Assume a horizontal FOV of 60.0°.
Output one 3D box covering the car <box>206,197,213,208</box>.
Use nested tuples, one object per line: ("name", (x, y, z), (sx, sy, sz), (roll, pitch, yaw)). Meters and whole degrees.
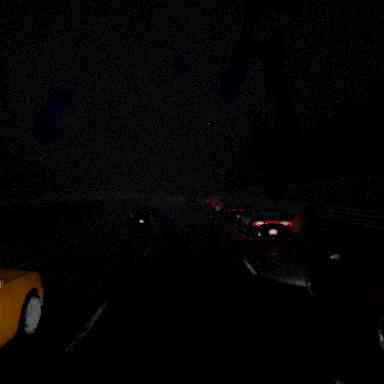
("car", (3.502, 1.654, 49.800), (2.163, 1.488, 4.792), (0, 0, 0))

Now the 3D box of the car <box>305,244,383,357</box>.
("car", (3.500, 1.580, 5.744), (1.994, 1.385, 4.181), (0, 0, 0))

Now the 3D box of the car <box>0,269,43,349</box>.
("car", (-3.399, 1.488, 3.545), (1.882, 1.535, 5.008), (0, 0, 0))

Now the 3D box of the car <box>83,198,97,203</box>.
("car", (-17.512, 1.735, 58.129), (2.033, 1.411, 5.357), (0, 0, 0))

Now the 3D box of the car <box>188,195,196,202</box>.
("car", (0.003, 1.714, 90.723), (2.097, 1.767, 4.553), (0, 0, 0))

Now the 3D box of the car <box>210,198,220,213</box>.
("car", (3.502, 1.712, 38.793), (1.895, 1.301, 4.718), (0, 0, 0))

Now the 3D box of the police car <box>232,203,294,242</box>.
("police car", (3.501, 1.552, 16.751), (2.038, 1.542, 4.974), (0, 0, 0))

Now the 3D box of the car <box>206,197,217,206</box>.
("car", (3.502, 1.656, 60.966), (1.801, 1.575, 5.366), (0, 0, 0))

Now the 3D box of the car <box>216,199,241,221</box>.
("car", (3.430, 1.585, 27.961), (1.837, 1.490, 4.892), (0, 0, -3))

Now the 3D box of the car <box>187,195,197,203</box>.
("car", (0.003, 1.779, 75.726), (1.837, 1.490, 4.892), (0, 0, 0))

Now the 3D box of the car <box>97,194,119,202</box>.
("car", (-14.022, 1.401, 57.124), (2.150, 2.045, 5.566), (0, 0, 1))

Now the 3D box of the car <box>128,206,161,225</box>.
("car", (-3.399, 1.670, 24.545), (1.895, 1.301, 4.718), (0, 0, 0))

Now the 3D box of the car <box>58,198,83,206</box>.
("car", (-21.013, 1.726, 56.893), (2.033, 1.411, 5.357), (0, 0, 0))
